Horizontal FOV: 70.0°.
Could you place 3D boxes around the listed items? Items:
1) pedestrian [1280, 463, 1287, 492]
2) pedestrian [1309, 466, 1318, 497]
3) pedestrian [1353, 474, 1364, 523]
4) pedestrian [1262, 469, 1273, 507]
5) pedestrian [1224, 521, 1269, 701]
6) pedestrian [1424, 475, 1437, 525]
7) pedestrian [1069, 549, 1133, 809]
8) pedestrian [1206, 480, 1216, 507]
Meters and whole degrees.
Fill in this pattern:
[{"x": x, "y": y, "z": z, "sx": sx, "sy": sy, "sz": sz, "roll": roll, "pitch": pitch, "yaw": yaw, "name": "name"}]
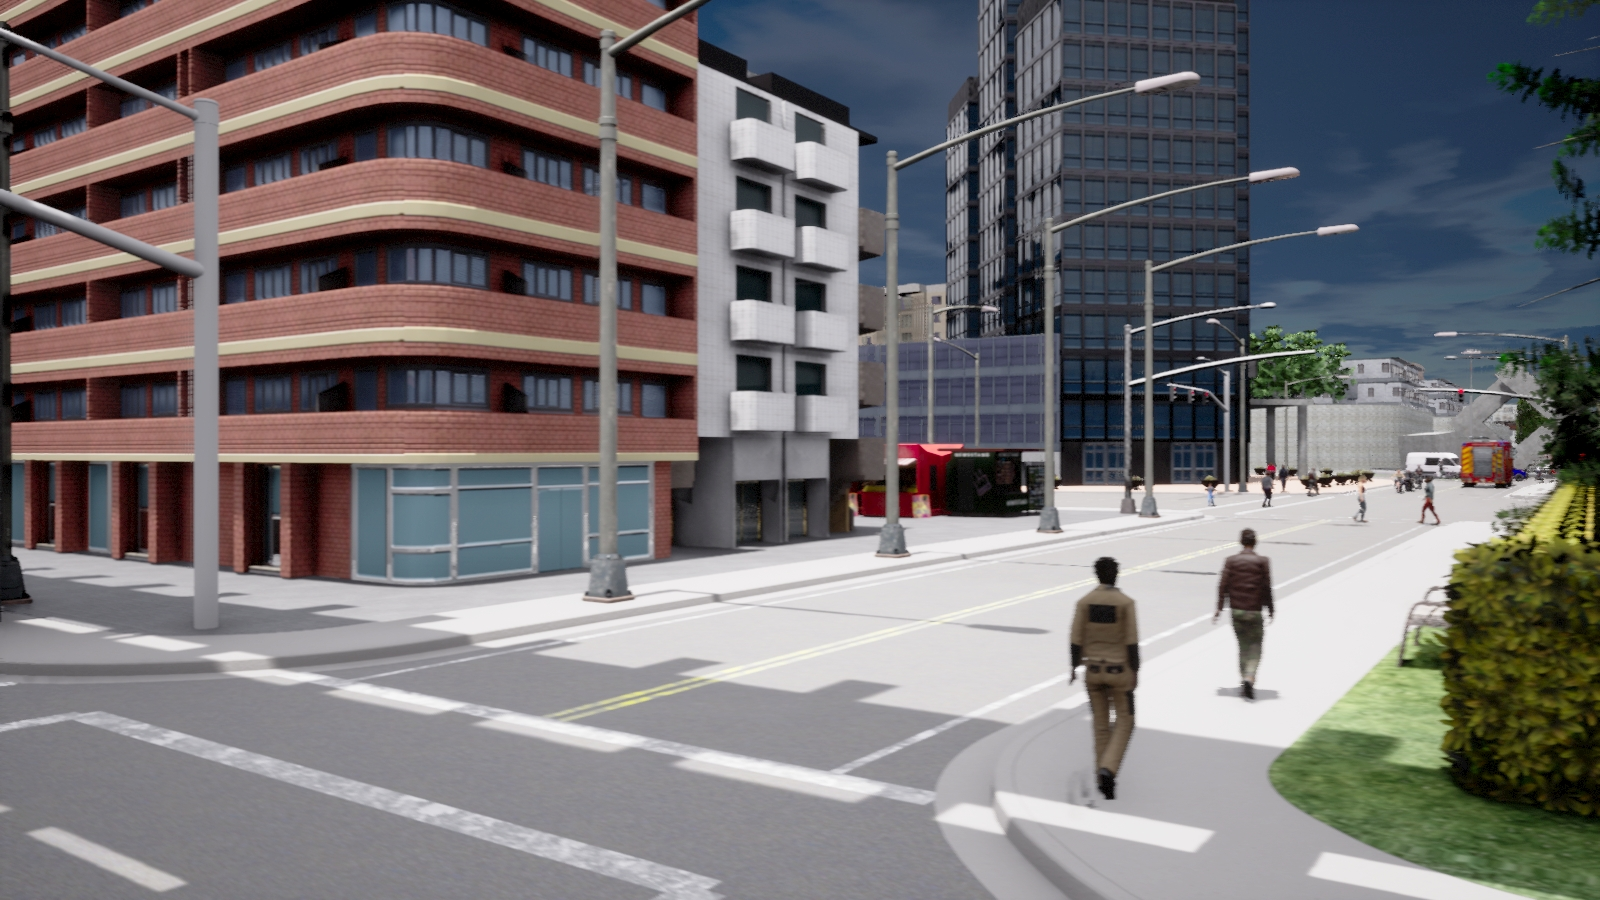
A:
[{"x": 30.528, "y": 1.745, "z": 72.162, "sx": 0.375, "sy": 1.860, "sz": 0.375, "roll": 0, "pitch": 0, "yaw": 21, "name": "pedestrian"}, {"x": 31.086, "y": 1.888, "z": 69.185, "sx": 0.375, "sy": 1.860, "sz": 0.375, "roll": 0, "pitch": 0, "yaw": -18, "name": "pedestrian"}, {"x": 21.501, "y": 1.854, "z": 43.979, "sx": 0.375, "sy": 1.860, "sz": 0.375, "roll": 0, "pitch": 0, "yaw": 24, "name": "pedestrian"}, {"x": 23.043, "y": 1.892, "z": 56.356, "sx": 0.375, "sy": 1.860, "sz": 0.375, "roll": 0, "pitch": 0, "yaw": -39, "name": "pedestrian"}, {"x": 4.773, "y": 1.701, "z": 12.219, "sx": 0.375, "sy": 1.860, "sz": 0.375, "roll": 0, "pitch": 0, "yaw": 34, "name": "pedestrian"}, {"x": 23.421, "y": 1.852, "z": 42.448, "sx": 0.375, "sy": 1.860, "sz": 0.375, "roll": 0, "pitch": 0, "yaw": 36, "name": "pedestrian"}, {"x": 2.274, "y": 1.700, "z": 8.631, "sx": 0.375, "sy": 1.860, "sz": 0.375, "roll": 0, "pitch": 0, "yaw": 31, "name": "pedestrian"}, {"x": 20.682, "y": 2.185, "z": 57.494, "sx": 0.375, "sy": 1.300, "sz": 0.375, "roll": 0, "pitch": 0, "yaw": 39, "name": "pedestrian"}]
